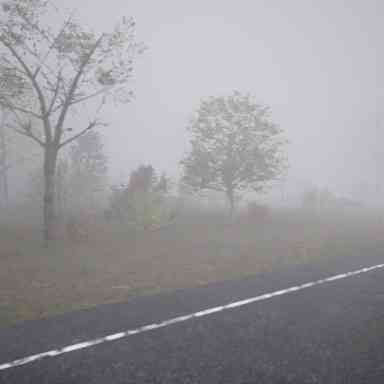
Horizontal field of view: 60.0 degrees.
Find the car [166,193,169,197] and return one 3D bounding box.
[{"bbox_3d":[-6.990,1.054,89.984,1.882,1.535,5.008,0,0,-37],"label":"car"}]

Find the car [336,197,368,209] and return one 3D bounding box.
[{"bbox_3d":[20.028,1.413,42.819,1.812,1.442,4.674,0,0,-37],"label":"car"}]
